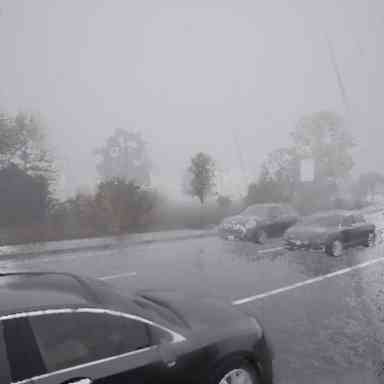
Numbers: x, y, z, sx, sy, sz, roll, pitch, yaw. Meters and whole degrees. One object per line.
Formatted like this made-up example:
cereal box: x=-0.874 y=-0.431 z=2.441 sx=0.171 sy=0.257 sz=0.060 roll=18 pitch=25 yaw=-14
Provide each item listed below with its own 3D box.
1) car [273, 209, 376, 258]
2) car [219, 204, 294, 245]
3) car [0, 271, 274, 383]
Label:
car: x=5.491 y=1.520 z=13.020 sx=4.892 sy=1.490 sz=1.837 roll=0 pitch=0 yaw=-41
car: x=3.372 y=1.375 z=15.817 sx=4.553 sy=1.767 sz=2.097 roll=0 pitch=0 yaw=-41
car: x=-1.347 y=1.514 z=2.909 sx=4.892 sy=1.490 sz=1.837 roll=0 pitch=0 yaw=-36
